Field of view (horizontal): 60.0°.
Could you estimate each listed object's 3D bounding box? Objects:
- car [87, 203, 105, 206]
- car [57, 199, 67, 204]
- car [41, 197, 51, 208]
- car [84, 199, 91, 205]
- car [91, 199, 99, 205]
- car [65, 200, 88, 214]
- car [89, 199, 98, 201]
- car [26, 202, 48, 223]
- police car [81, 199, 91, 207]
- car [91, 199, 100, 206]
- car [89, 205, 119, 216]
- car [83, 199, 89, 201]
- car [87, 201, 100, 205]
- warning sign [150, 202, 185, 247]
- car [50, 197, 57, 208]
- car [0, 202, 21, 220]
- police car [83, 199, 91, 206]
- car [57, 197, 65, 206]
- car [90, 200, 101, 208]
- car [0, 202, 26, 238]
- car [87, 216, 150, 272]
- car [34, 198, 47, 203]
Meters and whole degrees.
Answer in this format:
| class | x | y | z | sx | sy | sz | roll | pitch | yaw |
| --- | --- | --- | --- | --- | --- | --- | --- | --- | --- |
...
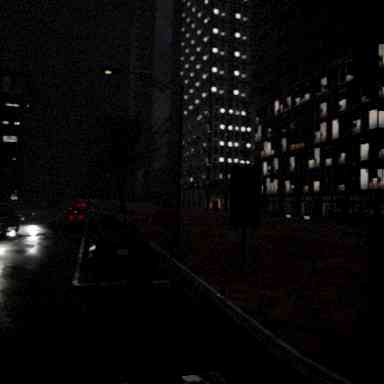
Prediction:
| class | x | y | z | sx | sy | sz | roll | pitch | yaw |
| --- | --- | --- | --- | --- | --- | --- | --- | --- | --- |
| car | -7.327 | 1.920 | 27.075 | 2.008 | 1.369 | 4.403 | 3 | -2 | -17 |
| car | -34.667 | 2.508 | 88.635 | 1.947 | 1.339 | 4.313 | 3 | -2 | -17 |
| car | -23.345 | 1.933 | 51.154 | 1.752 | 1.417 | 4.829 | 3 | -2 | -17 |
| car | -27.043 | 2.645 | 86.137 | 1.837 | 1.490 | 4.892 | 2 | -1 | -17 |
| car | -26.643 | 2.714 | 91.055 | 1.967 | 1.590 | 4.097 | 3 | -2 | -17 |
| car | -14.385 | 2.077 | 41.437 | 1.895 | 1.301 | 4.718 | 2 | -1 | -17 |
| car | -13.816 | 2.195 | 48.565 | 1.752 | 1.417 | 4.829 | 3 | -2 | -17 |
| car | -13.459 | 1.767 | 27.348 | 1.895 | 1.301 | 4.718 | 2 | -1 | -17 |
| police car | -22.649 | 2.339 | 70.853 | 1.930 | 1.638 | 5.238 | 2 | -1 | -19 |
| car | -23.423 | 2.561 | 80.391 | 1.967 | 1.590 | 4.097 | 3 | -2 | -17 |
| car | -5.717 | 1.840 | 21.743 | 1.887 | 1.381 | 4.507 | 3 | -2 | -17 |
| car | -17.343 | 2.092 | 51.242 | 1.882 | 1.535 | 5.008 | 2 | -1 | -17 |
| car | -10.548 | 2.068 | 37.738 | 2.008 | 1.369 | 4.403 | 3 | -2 | -17 |
| warning sign | -1.089 | 1.396 | 14.602 | 1.300 | 1.860 | 1.060 | 1 | -2 | -17 |
| car | -24.994 | 1.801 | 56.655 | 2.192 | 1.841 | 5.009 | 3 | -2 | -17 |
| car | -16.956 | 1.677 | 29.991 | 1.947 | 1.339 | 4.313 | 3 | -2 | -17 |
| police car | -25.398 | 2.481 | 80.470 | 1.930 | 1.638 | 5.238 | 2 | -1 | -17 |
| car | -29.824 | 2.029 | 72.648 | 2.192 | 1.841 | 5.009 | 3 | -2 | -17 |
| car | -20.208 | 2.520 | 69.725 | 2.008 | 1.369 | 4.403 | 3 | -2 | -17 |
| car | -10.578 | 1.512 | 17.808 | 1.882 | 1.535 | 5.008 | 2 | -1 | -17 |
| car | -2.499 | 1.714 | 11.082 | 1.947 | 1.339 | 4.313 | 3 | -2 | -17 |
| car | -21.786 | 1.901 | 45.985 | 1.947 | 1.339 | 4.313 | 3 | -2 | -17 |
